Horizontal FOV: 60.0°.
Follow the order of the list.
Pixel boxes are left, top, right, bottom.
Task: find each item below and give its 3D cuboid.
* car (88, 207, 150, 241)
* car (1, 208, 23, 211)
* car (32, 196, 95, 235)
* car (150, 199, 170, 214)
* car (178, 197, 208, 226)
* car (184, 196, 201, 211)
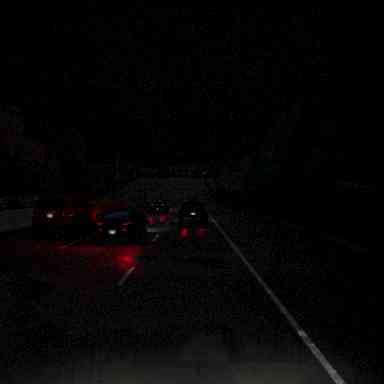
[{"bbox_3d":[-3.420,1.529,16.559,1.812,1.442,4.674,0,0,0],"label":"car"},{"bbox_3d":[-21.113,1.540,38.063,1.812,1.442,4.674,0,0,0],"label":"car"},{"bbox_3d":[-6.924,1.230,18.885,2.150,2.045,5.566,0,0,0],"label":"car"},{"bbox_3d":[-3.445,1.497,35.711,2.128,1.511,4.902,0,0,0],"label":"car"},{"bbox_3d":[0.072,1.434,23.202,2.033,1.649,4.856,0,0,0],"label":"car"},{"bbox_3d":[0.046,1.358,41.460,2.097,1.767,4.553,0,0,0],"label":"car"}]
